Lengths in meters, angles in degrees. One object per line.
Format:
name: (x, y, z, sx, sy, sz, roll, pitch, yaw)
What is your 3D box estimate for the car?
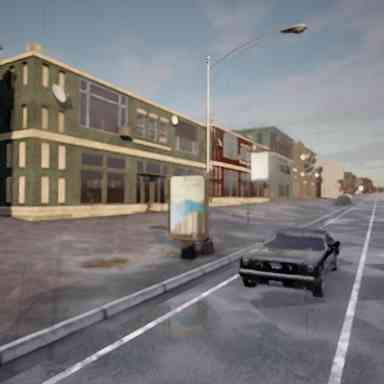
car: (2.917, 1.720, 9.235, 1.895, 1.301, 4.718, 0, -1, 29)
